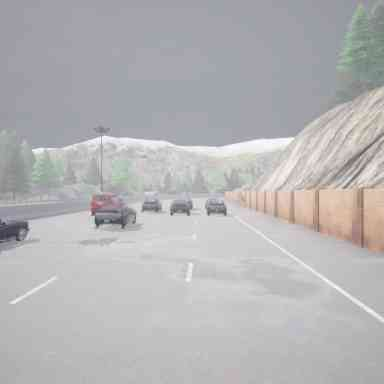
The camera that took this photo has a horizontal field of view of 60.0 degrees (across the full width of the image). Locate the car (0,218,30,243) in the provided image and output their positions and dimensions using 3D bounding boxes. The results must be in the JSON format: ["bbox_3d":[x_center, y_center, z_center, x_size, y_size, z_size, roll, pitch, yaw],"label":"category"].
[{"bbox_3d":[-8.608,1.601,13.549,1.895,1.301,4.718,0,0,1],"label":"car"}]

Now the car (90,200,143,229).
[{"bbox_3d":[-4.899,1.490,21.786,2.128,1.511,4.902,0,0,1],"label":"car"}]

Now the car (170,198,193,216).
[{"bbox_3d":[-1.115,1.505,33.045,1.837,1.490,4.892,0,0,1],"label":"car"}]

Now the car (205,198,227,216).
[{"bbox_3d":[2.381,1.491,32.811,2.128,1.511,4.902,0,0,1],"label":"car"}]

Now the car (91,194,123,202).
[{"bbox_3d":[-8.135,1.219,32.338,2.150,2.045,5.566,0,0,1],"label":"car"}]

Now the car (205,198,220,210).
[{"bbox_3d":[2.642,1.525,43.256,1.812,1.442,4.674,0,0,1],"label":"car"}]

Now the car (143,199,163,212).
[{"bbox_3d":[-4.492,1.491,37.892,2.128,1.511,4.902,0,0,1],"label":"car"}]
